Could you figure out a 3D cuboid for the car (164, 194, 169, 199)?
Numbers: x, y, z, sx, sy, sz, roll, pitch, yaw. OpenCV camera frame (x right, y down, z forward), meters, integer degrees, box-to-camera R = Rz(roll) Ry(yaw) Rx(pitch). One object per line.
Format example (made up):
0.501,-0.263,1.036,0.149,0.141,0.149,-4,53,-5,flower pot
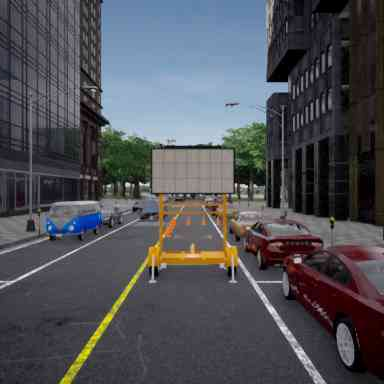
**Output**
-5.600,1.540,59.719,1.752,1.417,4.829,0,0,0,car

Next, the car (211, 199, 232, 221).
2.837,1.527,27.410,1.752,1.417,4.829,0,0,0,car

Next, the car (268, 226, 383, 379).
2.777,1.544,5.490,1.887,1.381,4.507,0,0,0,car

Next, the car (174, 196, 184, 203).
-2.800,1.624,72.637,1.895,1.301,4.718,0,0,0,car

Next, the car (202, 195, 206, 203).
2.896,1.554,48.990,1.887,1.381,4.507,0,0,0,car

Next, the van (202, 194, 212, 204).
2.941,1.359,65.303,1.690,1.788,3.998,0,0,0,van

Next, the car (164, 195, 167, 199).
-5.614,1.578,54.451,1.947,1.339,4.313,0,0,0,car

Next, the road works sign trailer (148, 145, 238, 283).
0.026,0.464,9.640,2.380,3.560,2.880,0,0,0,road works sign trailer

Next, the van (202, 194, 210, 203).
2.956,1.363,70.740,1.690,1.788,3.998,0,0,0,van

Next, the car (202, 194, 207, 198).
2.911,1.452,54.428,1.967,1.590,4.097,0,0,0,car

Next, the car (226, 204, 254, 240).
2.807,1.526,16.535,1.752,1.417,4.829,0,0,0,car

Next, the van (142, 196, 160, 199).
-5.644,1.348,43.576,1.690,1.788,3.998,0,0,0,van

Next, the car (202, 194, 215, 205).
2.926,1.330,59.866,2.192,1.841,5.009,0,0,0,car

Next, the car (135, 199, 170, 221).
-3.027,1.549,27.425,2.033,1.411,5.357,0,0,0,car

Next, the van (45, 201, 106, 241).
-5.719,1.341,16.389,1.690,1.788,3.998,0,0,0,van

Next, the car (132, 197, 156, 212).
-5.659,1.571,38.139,1.947,1.339,4.313,0,0,0,car

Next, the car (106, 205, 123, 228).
-5.704,1.552,21.826,2.008,1.369,4.403,0,0,0,car

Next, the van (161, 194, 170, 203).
-5.569,1.363,70.764,1.690,1.788,3.998,0,0,0,van

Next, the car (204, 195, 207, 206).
2.882,1.532,43.722,1.752,1.417,4.829,0,0,0,car

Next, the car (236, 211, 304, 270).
2.792,1.545,10.927,1.887,1.381,4.507,0,0,0,car

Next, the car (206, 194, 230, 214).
2.851,1.318,32.678,2.192,1.841,5.009,0,0,0,car
